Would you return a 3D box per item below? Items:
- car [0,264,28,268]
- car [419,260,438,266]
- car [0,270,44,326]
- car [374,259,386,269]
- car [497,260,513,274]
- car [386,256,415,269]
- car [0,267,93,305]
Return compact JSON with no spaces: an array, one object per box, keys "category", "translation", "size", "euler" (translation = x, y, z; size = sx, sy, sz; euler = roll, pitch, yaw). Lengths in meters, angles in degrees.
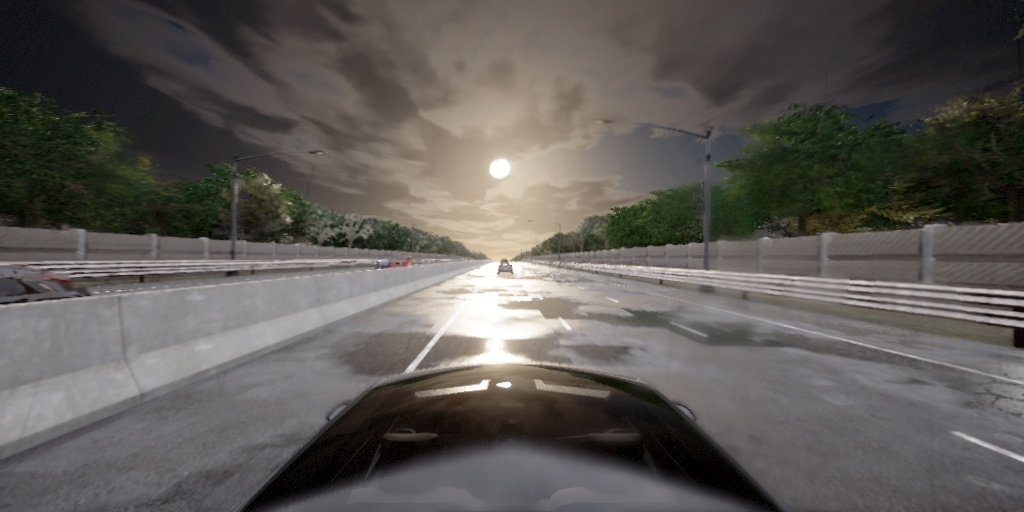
[{"category":"car","translation":[-17.738,1.004,11.862],"size":[1.812,1.442,4.674],"euler":[1,0,-1]},{"category":"car","translation":[-11.567,1.296,50.057],"size":[2.128,1.511,4.902],"euler":[1,0,-1]},{"category":"car","translation":[-14.151,1.089,7.980],"size":[1.994,1.385,4.181],"euler":[1,0,-1]},{"category":"car","translation":[-18.622,1.222,52.754],"size":[1.812,1.442,4.674],"euler":[1,0,-1]},{"category":"car","translation":[-0.844,1.532,45.571],"size":[1.994,1.385,4.181],"euler":[1,0,-1]},{"category":"car","translation":[-15.051,0.957,49.684],"size":[2.150,2.045,5.566],"euler":[1,0,-1]},{"category":"car","translation":[-10.614,1.085,6.300],"size":[1.837,1.490,4.892],"euler":[1,0,-1]}]
